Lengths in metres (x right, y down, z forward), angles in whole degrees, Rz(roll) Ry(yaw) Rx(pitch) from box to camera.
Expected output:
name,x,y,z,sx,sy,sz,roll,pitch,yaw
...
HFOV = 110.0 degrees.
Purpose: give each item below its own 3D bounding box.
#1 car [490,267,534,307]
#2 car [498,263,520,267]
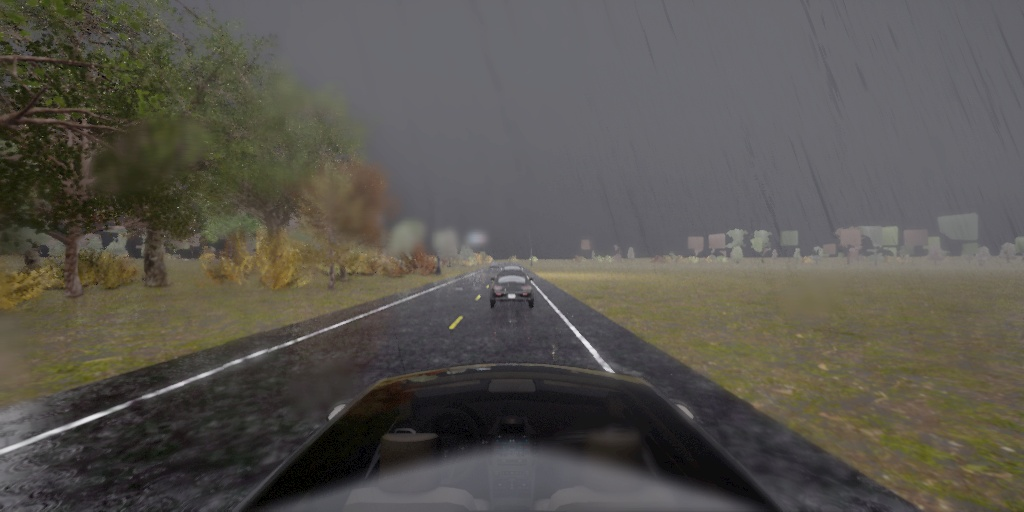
name,x,y,z,sx,sy,sz,roll,pitch,yaw
car,0.001,1.410,16.231,1.812,1.442,4.674,0,0,0
car,-0.003,1.502,31.322,1.882,1.535,5.008,0,0,0
